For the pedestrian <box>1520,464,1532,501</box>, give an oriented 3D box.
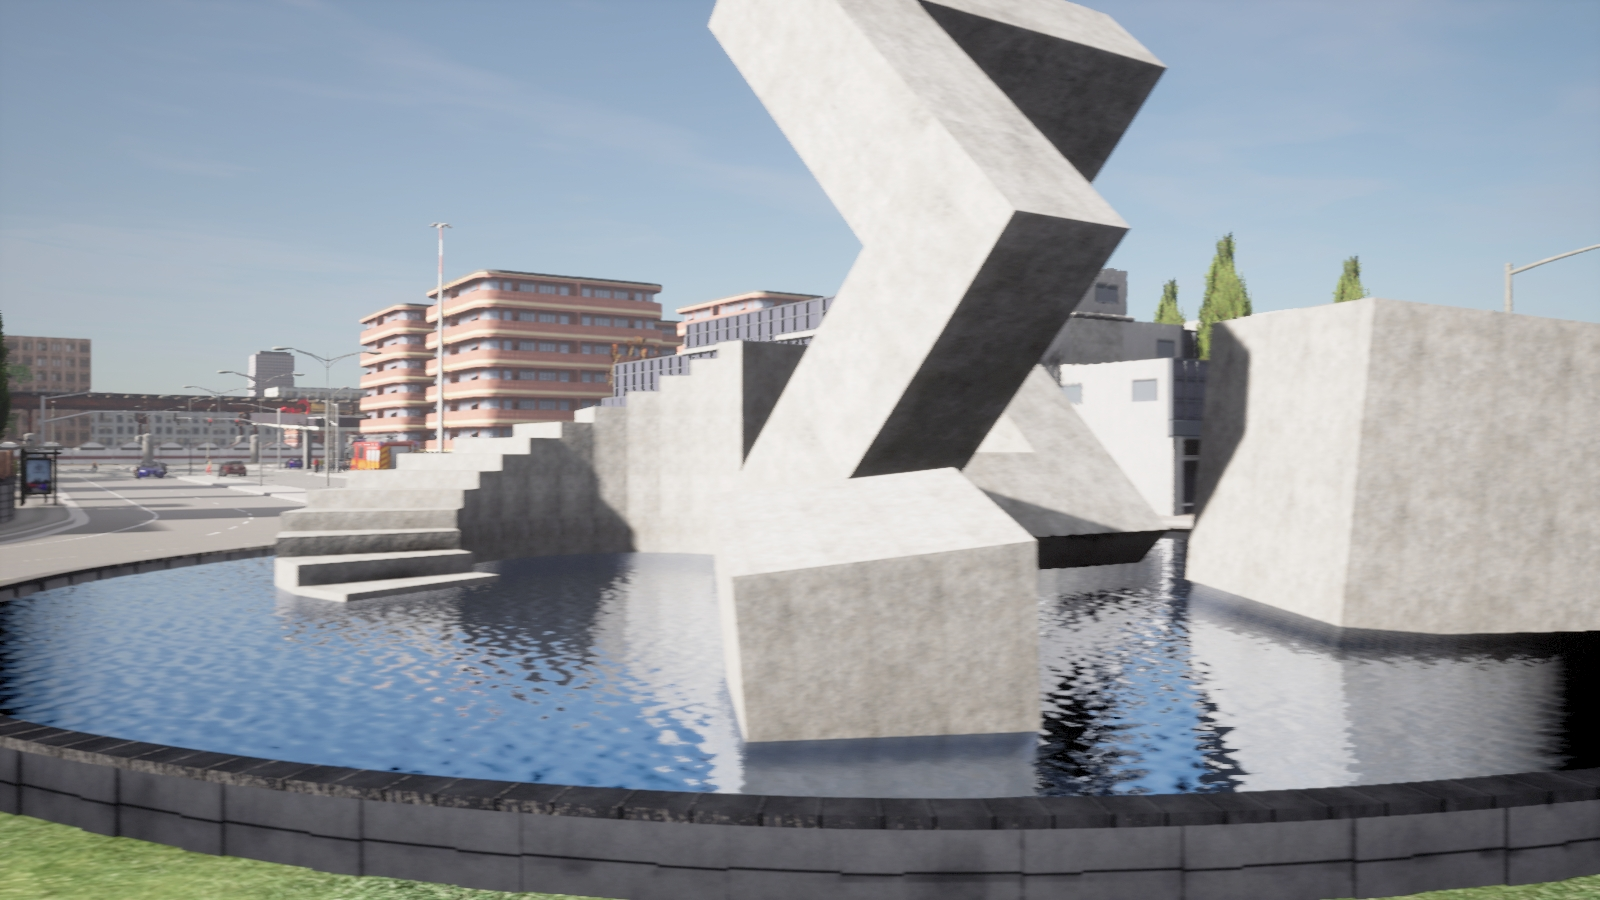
[{"bbox_3d":[37.370,1.665,58.781,0.375,1.860,0.375,0,0,-12],"label":"pedestrian"}]
